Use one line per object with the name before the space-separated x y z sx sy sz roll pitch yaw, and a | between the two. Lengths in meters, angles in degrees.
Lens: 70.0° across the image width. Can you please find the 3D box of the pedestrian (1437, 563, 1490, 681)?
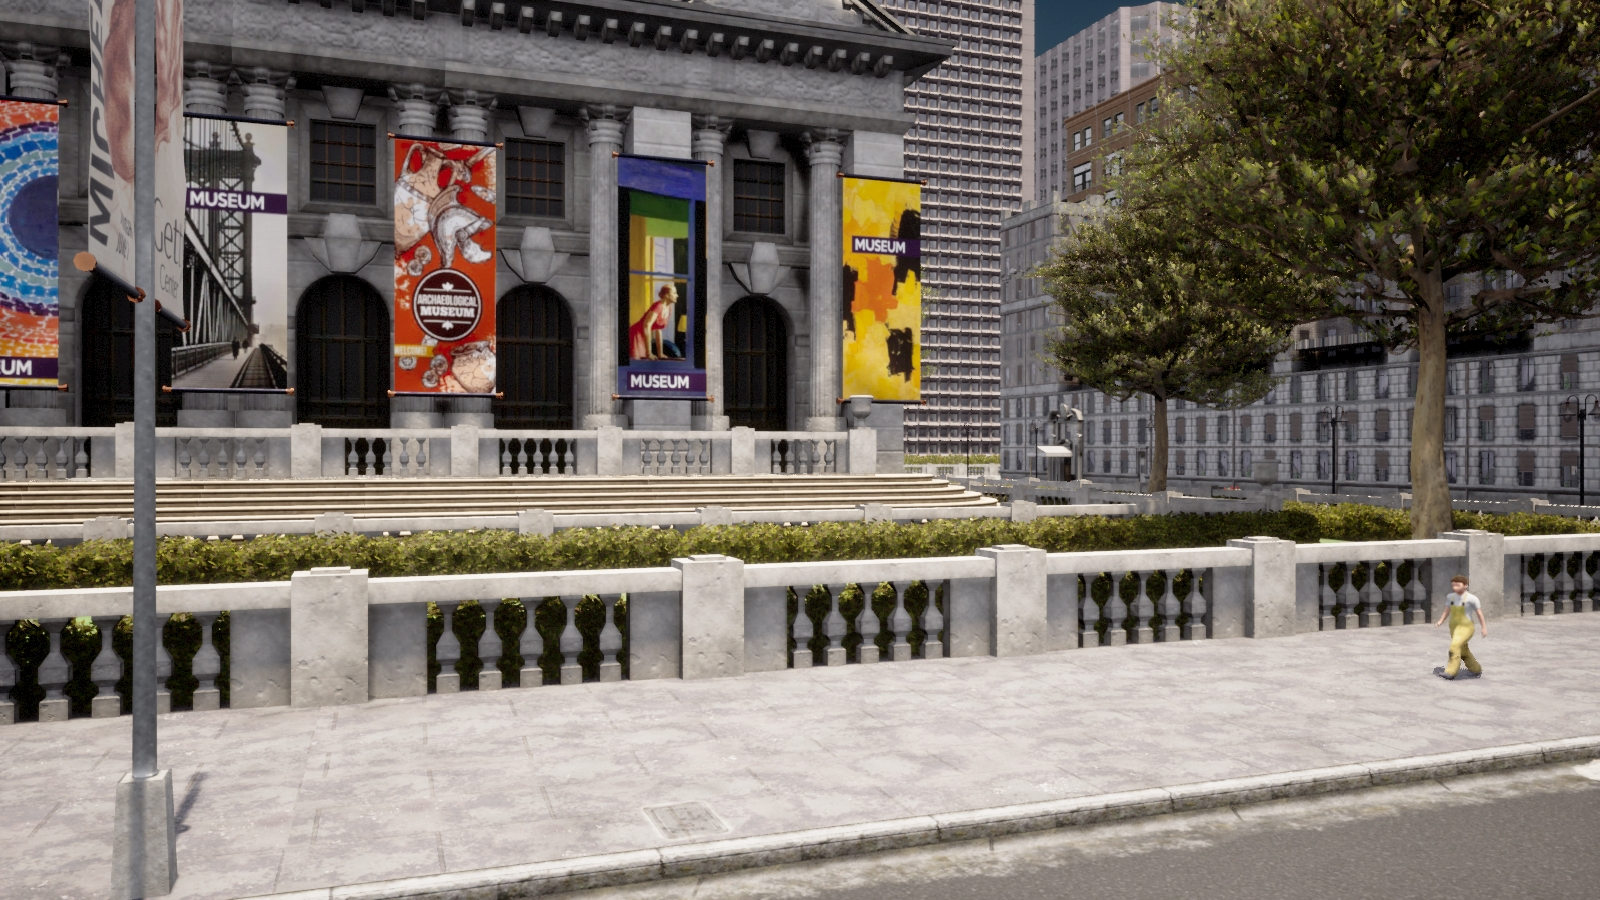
pedestrian | 7.703 1.981 13.268 0.375 1.300 0.375 0 0 -20
